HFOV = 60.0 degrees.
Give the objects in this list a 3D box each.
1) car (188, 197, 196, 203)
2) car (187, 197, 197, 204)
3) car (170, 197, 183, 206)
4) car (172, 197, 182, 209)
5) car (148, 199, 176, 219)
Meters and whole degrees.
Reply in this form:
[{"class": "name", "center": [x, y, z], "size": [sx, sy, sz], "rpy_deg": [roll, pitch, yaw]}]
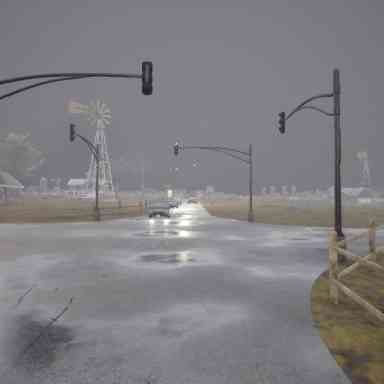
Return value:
[{"class": "car", "center": [-0.035, 1.859, 79.154], "size": [1.812, 1.442, 4.674], "rpy_deg": [0, 0, 0]}, {"class": "car", "center": [0.062, 1.788, 69.141], "size": [1.812, 1.442, 4.674], "rpy_deg": [0, 0, 0]}, {"class": "car", "center": [-2.853, 1.699, 60.689], "size": [2.128, 1.511, 4.902], "rpy_deg": [0, 0, 0]}, {"class": "car", "center": [-2.872, 1.694, 46.959], "size": [1.994, 1.385, 4.181], "rpy_deg": [0, 0, 0]}, {"class": "car", "center": [-2.793, 1.604, 29.985], "size": [2.033, 1.411, 5.357], "rpy_deg": [0, 0, -1]}]
